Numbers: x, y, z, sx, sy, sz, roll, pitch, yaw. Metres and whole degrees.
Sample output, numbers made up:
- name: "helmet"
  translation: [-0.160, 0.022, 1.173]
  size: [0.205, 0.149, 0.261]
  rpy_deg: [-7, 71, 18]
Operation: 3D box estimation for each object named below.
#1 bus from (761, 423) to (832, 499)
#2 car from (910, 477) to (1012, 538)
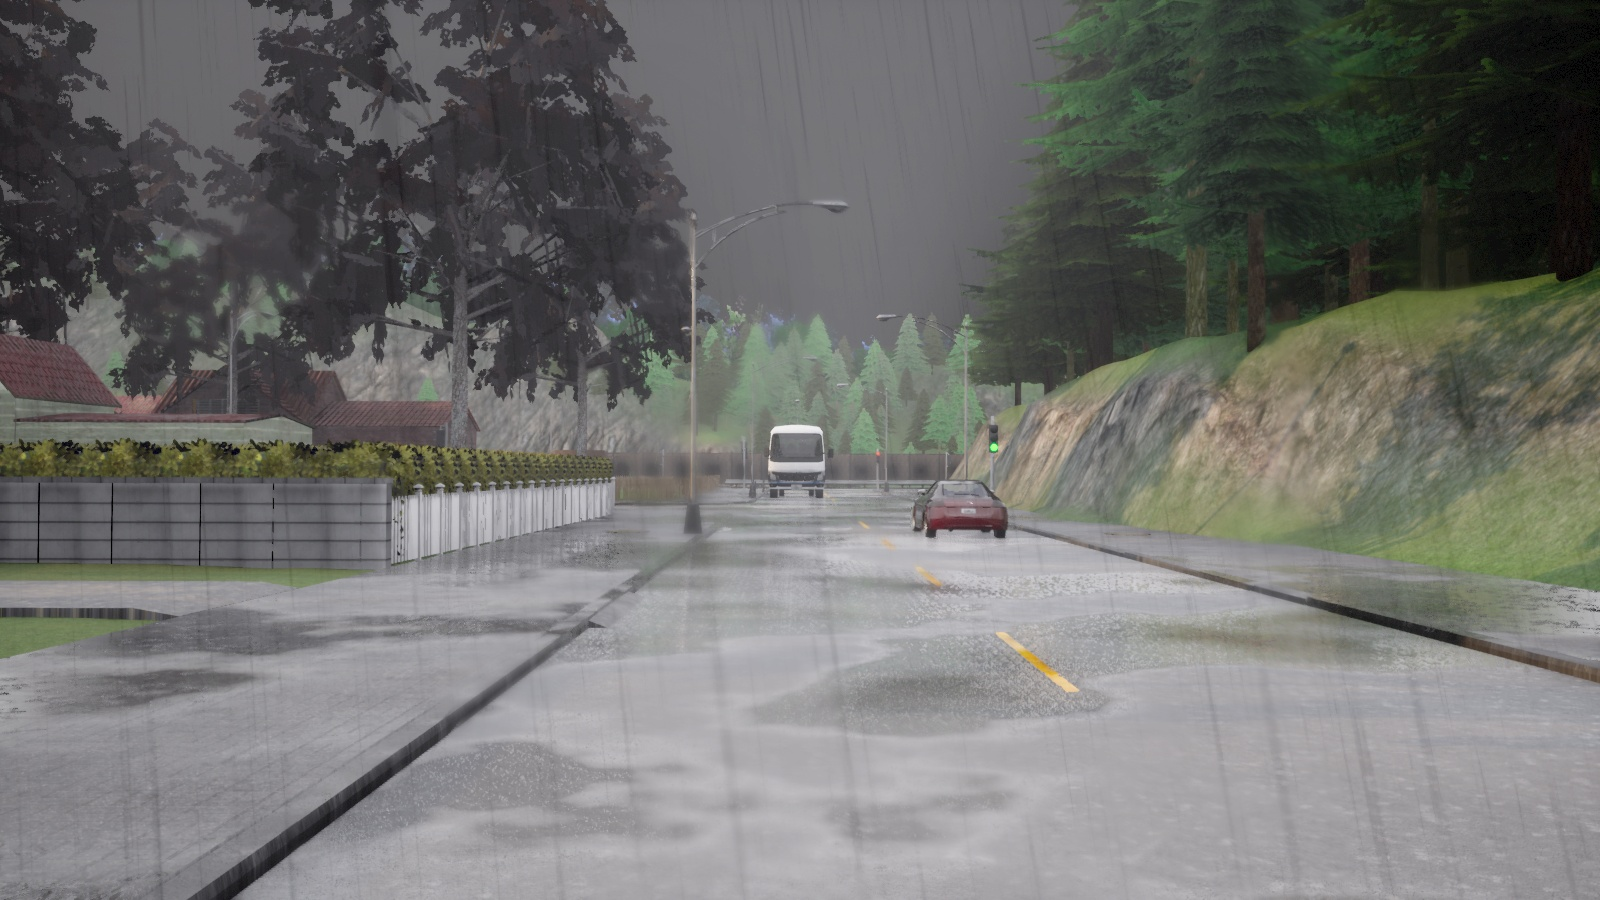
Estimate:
- name: "bus"
  translation: [-0.192, 0.698, 75.175]
  size: [3.944, 4.253, 10.273]
  rpy_deg: [0, -1, 0]
- name: "car"
  translation: [3.922, 1.385, 31.185]
  size: [1.994, 1.385, 4.181]
  rpy_deg: [0, -1, 0]
